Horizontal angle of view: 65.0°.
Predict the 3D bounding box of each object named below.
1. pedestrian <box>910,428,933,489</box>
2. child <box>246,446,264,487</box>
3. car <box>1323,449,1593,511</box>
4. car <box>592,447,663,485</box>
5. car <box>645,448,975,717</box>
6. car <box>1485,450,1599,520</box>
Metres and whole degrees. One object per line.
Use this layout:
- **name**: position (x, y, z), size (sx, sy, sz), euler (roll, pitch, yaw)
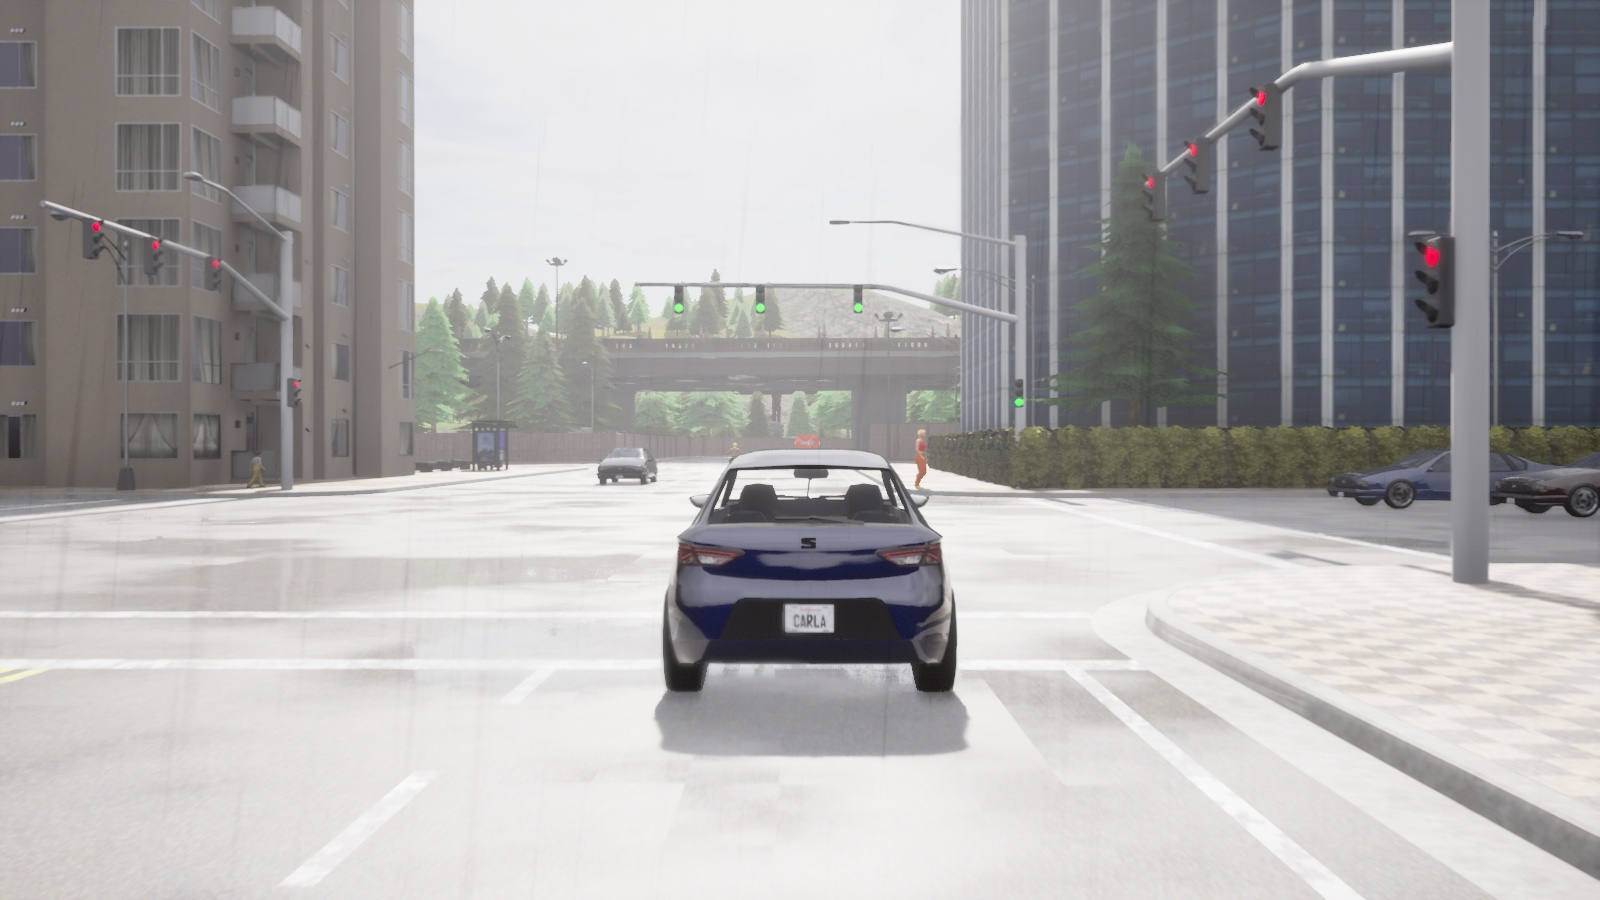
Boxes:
- **pedestrian**: position (3.674, 0.257, 37.984), size (0.594, 1.836, 0.345), euler (0, 0, 35)
- **child**: position (-17.151, 0.515, 39.502), size (0.270, 1.263, 0.437), euler (0, 0, 34)
- **car**: position (15.524, 0.689, 29.825), size (5.357, 1.411, 2.033), euler (0, 0, 0)
- **car**: position (-6.703, 0.594, 49.297), size (2.033, 1.411, 5.357), euler (0, 0, 0)
- **car**: position (0.067, 0.725, 9.014), size (1.816, 1.474, 4.193), euler (0, 0, 0)
- **car**: position (17.593, 0.704, 26.333), size (5.357, 1.411, 2.033), euler (0, 0, 0)
